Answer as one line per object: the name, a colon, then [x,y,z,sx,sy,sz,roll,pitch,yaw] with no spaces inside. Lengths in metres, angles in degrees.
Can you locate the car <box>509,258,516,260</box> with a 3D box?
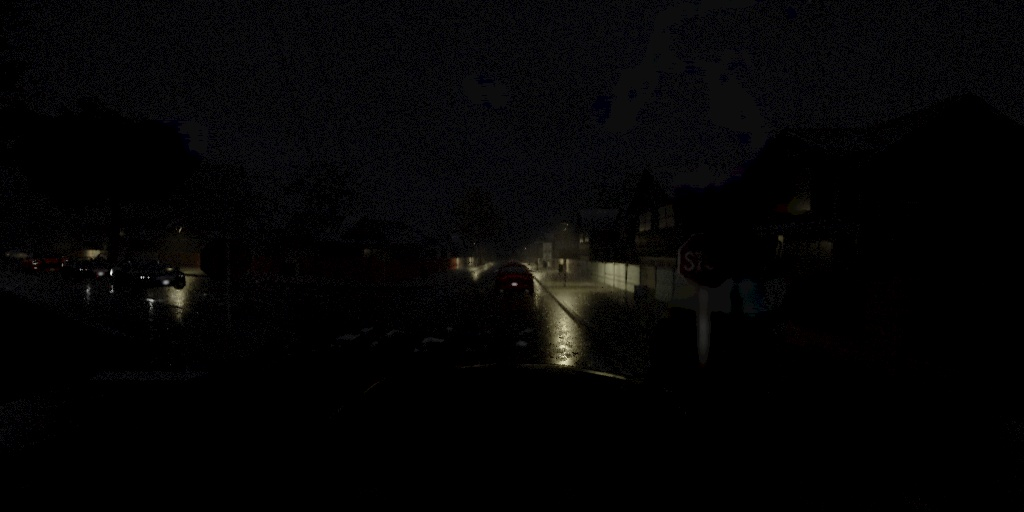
car: [0.180,1.269,60.850,1.895,1.301,4.718,0,0,0]

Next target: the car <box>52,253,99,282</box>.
car: [-27.578,0.799,23.405,4.902,1.511,2.128,1,1,30]

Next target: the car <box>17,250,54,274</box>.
car: [-38.485,0.475,29.625,4.553,1.767,2.097,1,1,30]

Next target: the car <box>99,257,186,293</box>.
car: [-18.609,0.950,18.293,4.902,1.511,2.128,1,1,30]

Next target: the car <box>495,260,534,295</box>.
car: [0.124,1.180,19.319,1.882,1.535,5.008,0,0,0]
